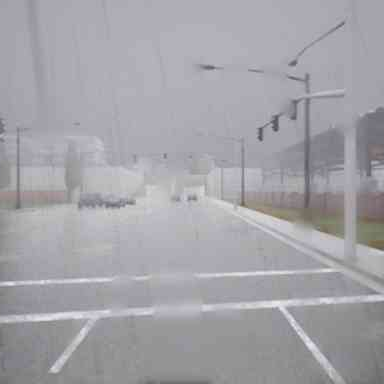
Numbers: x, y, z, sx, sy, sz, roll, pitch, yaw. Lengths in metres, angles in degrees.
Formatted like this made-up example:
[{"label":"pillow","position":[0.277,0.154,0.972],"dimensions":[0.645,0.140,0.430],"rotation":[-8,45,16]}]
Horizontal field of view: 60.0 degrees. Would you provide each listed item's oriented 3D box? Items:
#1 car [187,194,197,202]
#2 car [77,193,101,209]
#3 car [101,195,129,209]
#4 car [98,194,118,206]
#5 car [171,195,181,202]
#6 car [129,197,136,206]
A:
[{"label":"car","position":[0.072,1.164,71.081],"dimensions":[2.097,1.767,4.553],"rotation":[0,0,0]},{"label":"car","position":[-13.976,1.210,45.935],"dimensions":[2.150,2.045,5.566],"rotation":[0,0,1]},{"label":"car","position":[-10.485,1.466,45.713],"dimensions":[1.882,1.535,5.008],"rotation":[0,0,1]},{"label":"car","position":[-13.973,1.314,55.387],"dimensions":[2.097,1.767,4.553],"rotation":[0,0,0]},{"label":"car","position":[-3.428,1.334,71.115],"dimensions":[2.128,1.511,4.902],"rotation":[0,0,0]},{"label":"car","position":[-10.487,1.528,54.706],"dimensions":[1.994,1.385,4.181],"rotation":[0,0,0]}]
